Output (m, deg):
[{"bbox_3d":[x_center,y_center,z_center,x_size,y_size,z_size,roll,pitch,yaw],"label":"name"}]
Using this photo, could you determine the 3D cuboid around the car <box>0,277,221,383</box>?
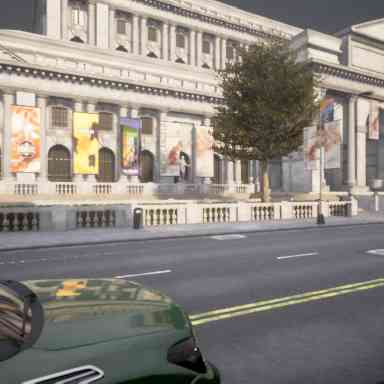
[{"bbox_3d":[-2.423,1.222,1.834,5.566,2.045,2.150,0,0,-36],"label":"car"}]
